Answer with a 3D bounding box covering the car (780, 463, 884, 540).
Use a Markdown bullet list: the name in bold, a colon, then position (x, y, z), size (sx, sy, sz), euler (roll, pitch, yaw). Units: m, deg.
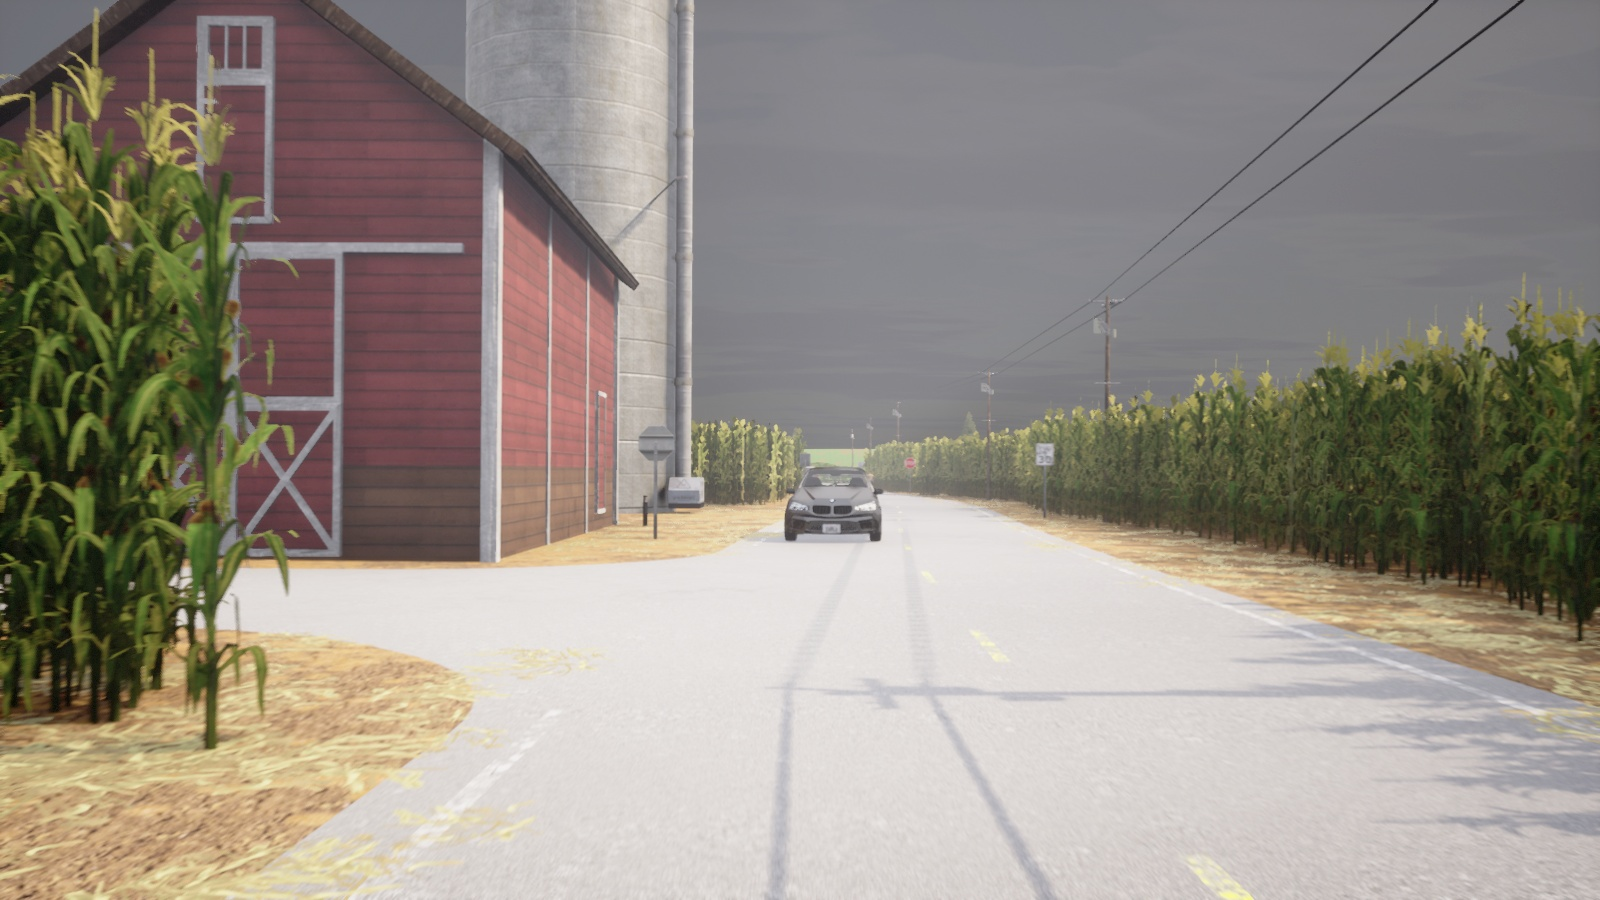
- **car**: position (0.840, 1.151, 29.602), size (2.242, 1.667, 4.611), euler (0, -1, 4)
